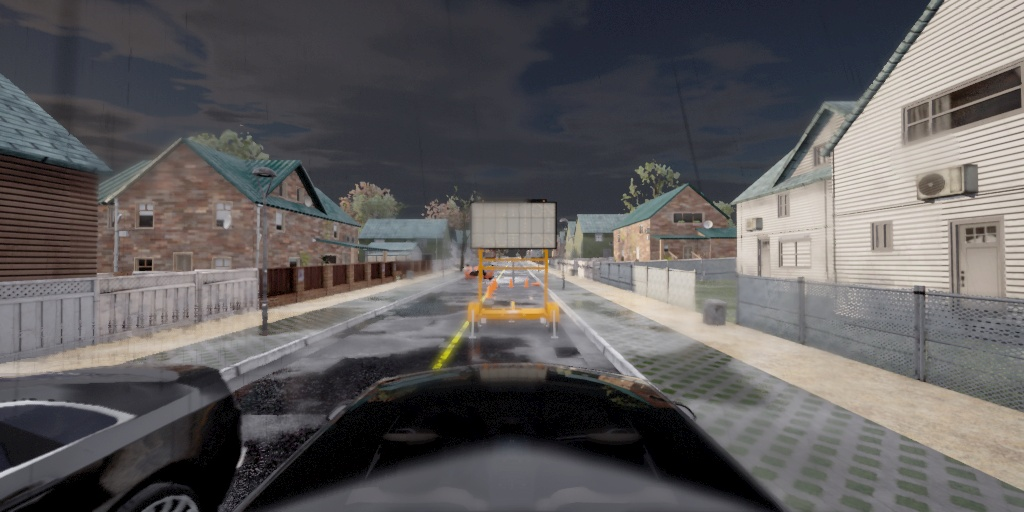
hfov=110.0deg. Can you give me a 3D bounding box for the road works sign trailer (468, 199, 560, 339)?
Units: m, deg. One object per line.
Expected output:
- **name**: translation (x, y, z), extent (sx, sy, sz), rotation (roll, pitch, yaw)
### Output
- **road works sign trailer**: translation (0.042, 0.217, 10.112), extent (2.380, 3.560, 2.880), rotation (0, 0, 0)

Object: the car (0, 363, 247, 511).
- **car**: translation (-2.855, 1.241, 0.540), extent (2.128, 1.511, 4.902), rotation (0, 0, 0)

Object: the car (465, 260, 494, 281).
- **car**: translation (-2.611, 1.108, 29.769), extent (2.097, 1.767, 4.553), rotation (0, 0, 0)
